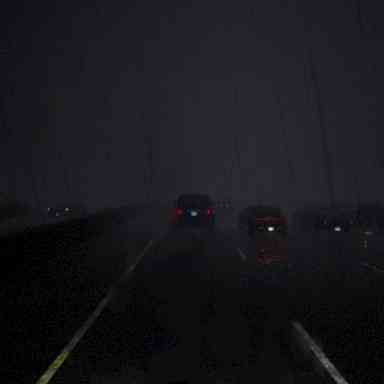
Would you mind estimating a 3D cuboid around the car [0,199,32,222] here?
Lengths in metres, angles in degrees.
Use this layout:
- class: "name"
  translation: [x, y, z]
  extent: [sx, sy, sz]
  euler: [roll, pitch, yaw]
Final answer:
- class: "car"
  translation: [-14.064, 1.346, 25.184]
  extent: [1.882, 1.535, 5.008]
  euler: [0, 0, 0]

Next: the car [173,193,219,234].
- class: "car"
  translation: [0.101, 1.126, 18.715]
  extent: [2.150, 2.045, 5.566]
  euler: [0, 1, 0]

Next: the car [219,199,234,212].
- class: "car"
  translation: [3.601, 1.424, 36.403]
  extent: [2.033, 1.411, 5.357]
  euler: [0, 0, 0]

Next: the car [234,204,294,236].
- class: "car"
  translation: [3.601, 1.414, 17.603]
  extent: [1.837, 1.490, 4.892]
  euler: [0, 0, 0]

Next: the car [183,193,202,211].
- class: "car"
  translation: [0.100, 1.111, 40.331]
  extent: [2.150, 2.045, 5.566]
  euler: [0, 0, 0]

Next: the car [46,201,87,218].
- class: "car"
  translation: [-10.542, 1.459, 28.291]
  extent: [1.895, 1.301, 4.718]
  euler: [0, 0, 1]

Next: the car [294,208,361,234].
- class: "car"
  translation: [7.101, 1.506, 18.440]
  extent: [1.895, 1.301, 4.718]
  euler: [0, 0, 0]

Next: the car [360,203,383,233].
- class: "car"
  translation: [10.601, 1.380, 18.979]
  extent: [1.882, 1.535, 5.008]
  euler: [0, 0, 0]
